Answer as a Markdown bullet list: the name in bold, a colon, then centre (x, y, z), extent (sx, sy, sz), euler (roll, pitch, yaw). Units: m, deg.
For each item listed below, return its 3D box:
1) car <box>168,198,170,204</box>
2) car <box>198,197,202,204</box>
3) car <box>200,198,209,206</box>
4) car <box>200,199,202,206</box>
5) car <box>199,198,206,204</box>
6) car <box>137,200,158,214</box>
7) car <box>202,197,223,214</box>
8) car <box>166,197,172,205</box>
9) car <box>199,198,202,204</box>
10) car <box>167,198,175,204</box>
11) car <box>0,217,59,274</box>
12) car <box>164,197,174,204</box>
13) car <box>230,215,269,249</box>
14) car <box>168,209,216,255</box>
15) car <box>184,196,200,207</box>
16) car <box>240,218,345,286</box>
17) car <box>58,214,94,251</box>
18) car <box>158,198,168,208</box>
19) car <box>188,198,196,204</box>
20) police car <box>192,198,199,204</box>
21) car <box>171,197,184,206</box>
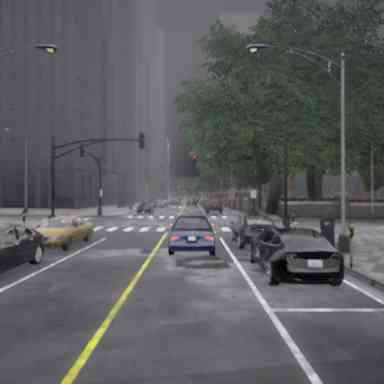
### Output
- **car**: centre (-5.789, 2.225, 63.511), extent (1.802, 1.307, 4.206), euler (0, -1, 0)
- **car**: centre (2.736, 2.194, 63.522), extent (2.008, 1.369, 4.403), euler (0, -1, 0)
- **car**: centre (2.732, 2.200, 74.436), extent (1.967, 1.590, 4.097), euler (0, -1, 0)
- **car**: centre (2.741, 2.093, 52.609), extent (1.947, 1.339, 4.313), euler (0, -1, 0)
- **car**: centre (2.725, 2.464, 90.973), extent (1.752, 1.417, 4.829), euler (0, -1, 0)
- **car**: centre (-5.780, 1.977, 41.684), extent (1.947, 1.339, 4.313), euler (0, -1, 0)
- **car**: centre (2.746, 1.726, 41.700), extent (2.192, 1.841, 5.009), euler (0, -1, 0)
- **car**: centre (-5.791, 2.284, 68.968), extent (1.802, 1.307, 4.206), euler (0, -1, 0)
- **car**: centre (2.739, 2.136, 58.065), extent (2.008, 1.369, 4.403), euler (0, -1, 0)
- **car**: centre (-5.800, 2.482, 90.795), extent (1.887, 1.381, 4.507), euler (0, -1, 0)
- **car**: centre (-5.766, 1.643, 9.509), extent (2.008, 1.369, 4.403), euler (0, -1, 0)
- **car**: centre (-5.798, 2.193, 85.341), extent (2.192, 1.841, 5.009), euler (0, -1, 0)
- **car**: centre (2.757, 1.696, 15.034), extent (2.008, 1.369, 4.403), euler (0, -1, 0)
- **car**: centre (-0.004, 1.682, 13.995), extent (2.033, 1.411, 5.357), euler (0, -1, 0)
- **car**: centre (-0.024, 2.027, 66.605), extent (2.097, 1.767, 4.553), euler (0, -1, 0)
- **car**: centre (2.760, 1.658, 9.521), extent (1.947, 1.339, 4.313), euler (0, -1, 0)
- **car**: centre (-5.768, 1.669, 14.851), extent (1.752, 1.417, 4.829), euler (0, -1, 0)
- **car**: centre (-5.787, 2.136, 58.054), extent (2.008, 1.369, 4.403), euler (0, -1, 0)
- **car**: centre (-0.034, 2.186, 81.818), extent (1.882, 1.535, 5.008), euler (0, -1, 0)
- **police car**: centre (0.862, 2.381, 92.461), extent (1.930, 1.638, 5.238), euler (0, -1, 0)
- **car**: centre (-3.029, 2.240, 69.316), extent (2.033, 1.411, 5.357), euler (0, -1, 0)
